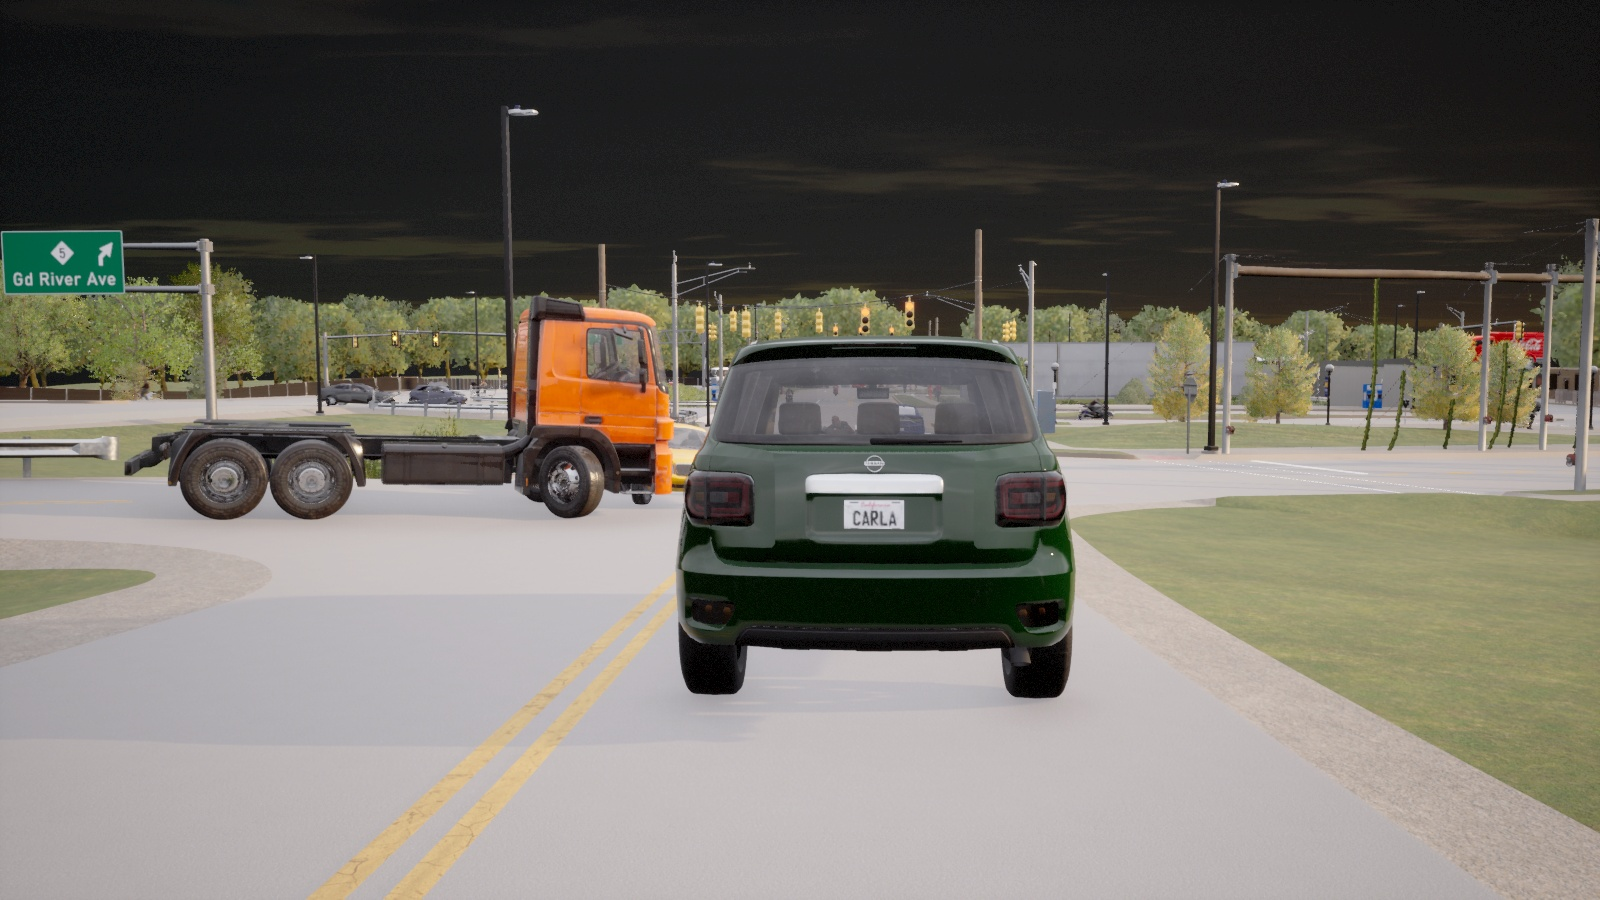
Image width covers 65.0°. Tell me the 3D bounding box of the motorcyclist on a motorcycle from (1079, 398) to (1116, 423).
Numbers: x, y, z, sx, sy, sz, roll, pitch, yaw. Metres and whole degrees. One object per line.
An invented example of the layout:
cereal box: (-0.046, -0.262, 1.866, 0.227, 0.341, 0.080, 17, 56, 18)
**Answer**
motorcyclist on a motorcycle: (19.403, -2.586, 81.886, 2.191, 1.530, 0.866, 1, 4, -1)

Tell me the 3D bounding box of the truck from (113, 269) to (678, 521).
truck: (-6.235, -0.772, 20.016, 7.936, 3.462, 2.891, 1, 3, -21)

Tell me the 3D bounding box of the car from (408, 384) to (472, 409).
car: (-23.751, -3.538, 82.917, 3.633, 1.501, 1.845, 2, 3, 3)

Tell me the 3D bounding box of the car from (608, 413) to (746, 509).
car: (-2.496, 0.123, 24.177, 1.801, 1.575, 5.366, 2, 1, -14)

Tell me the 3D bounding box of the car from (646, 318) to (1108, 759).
car: (0.505, 0.363, 8.656, 2.150, 2.045, 5.566, 0, 1, 3)

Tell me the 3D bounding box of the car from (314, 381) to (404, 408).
car: (-27.907, -3.543, 79.573, 4.902, 1.511, 2.128, 2, 3, 2)
